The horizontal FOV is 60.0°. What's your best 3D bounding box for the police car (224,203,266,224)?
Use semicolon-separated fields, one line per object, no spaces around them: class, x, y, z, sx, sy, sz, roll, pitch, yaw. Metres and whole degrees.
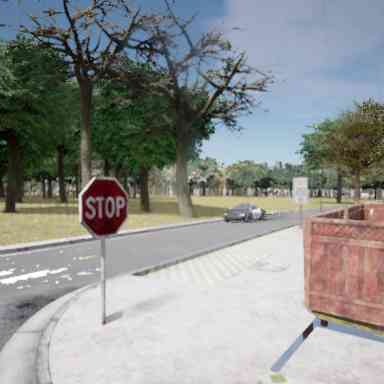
police car;4.278;1.693;26.983;2.038;1.542;4.974;-1;-1;32
